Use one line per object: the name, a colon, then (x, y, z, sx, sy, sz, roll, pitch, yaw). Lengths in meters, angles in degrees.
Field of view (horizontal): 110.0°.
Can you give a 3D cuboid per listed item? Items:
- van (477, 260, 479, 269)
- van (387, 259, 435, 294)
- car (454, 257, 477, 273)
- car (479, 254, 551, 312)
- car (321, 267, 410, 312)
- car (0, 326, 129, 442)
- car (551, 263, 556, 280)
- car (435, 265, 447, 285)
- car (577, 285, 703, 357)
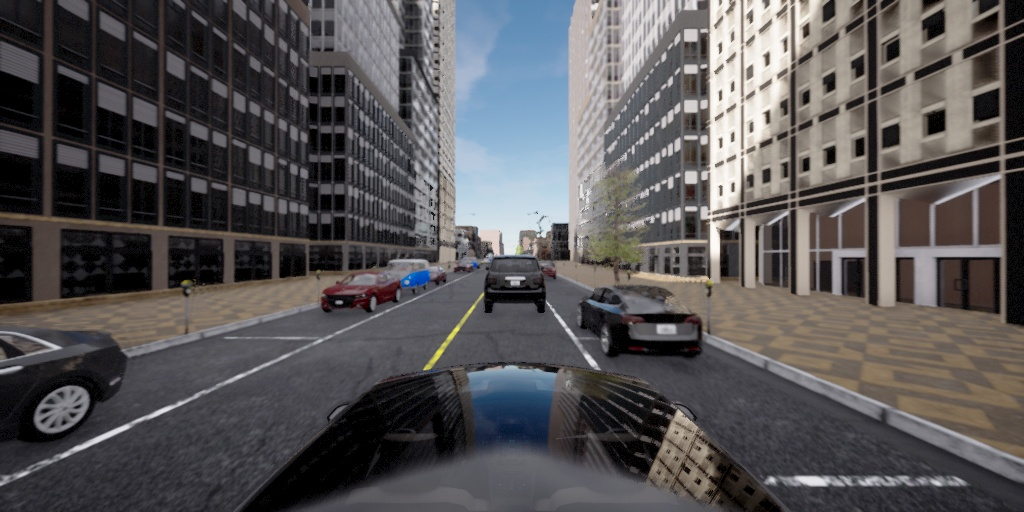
van: (-5.678, 1.031, 48.195, 1.690, 1.789, 3.998, 0, 0, 0)
van: (-5.685, 1.071, 19.734, 1.690, 1.789, 3.998, 0, 0, 0)
car: (-5.679, 1.139, 42.502, 1.967, 1.591, 4.097, 0, 0, 0)
car: (0.104, 0.959, 14.271, 2.150, 2.045, 5.566, 0, 0, 0)
car: (-5.686, 1.282, 14.041, 1.888, 1.381, 4.507, 0, 0, 0)
car: (-5.689, 1.299, 2.656, 2.007, 1.370, 4.403, 0, 0, 0)
car: (2.699, 1.156, 31.101, 1.967, 1.591, 4.097, 0, 0, 0)
car: (-5.683, 1.305, 25.426, 1.802, 1.307, 4.207, 0, 0, 0)
car: (2.693, 1.309, 8.334, 1.948, 1.339, 4.313, 0, 0, 0)
